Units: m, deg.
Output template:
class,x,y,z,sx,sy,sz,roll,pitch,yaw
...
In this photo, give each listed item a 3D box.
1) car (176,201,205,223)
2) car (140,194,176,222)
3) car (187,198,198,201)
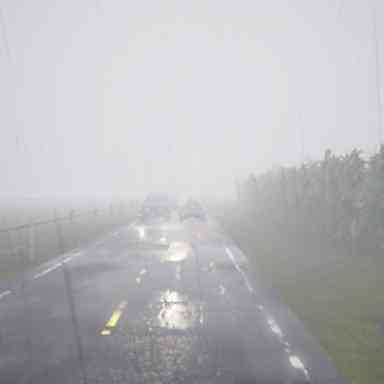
class,x,y,z,sx,sy,sz,roll,pitch,yaw
car,0.021,1.601,25.880,1.895,1.301,4.718,0,0,0
car,-2.759,1.223,26.720,2.150,2.045,5.566,0,0,0
car,0.069,1.500,42.857,1.837,1.490,4.892,0,1,0
